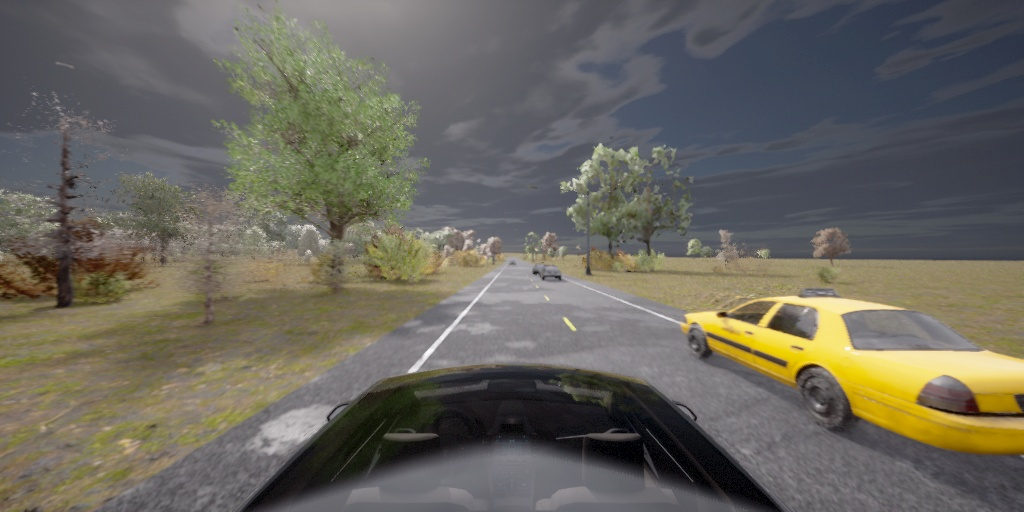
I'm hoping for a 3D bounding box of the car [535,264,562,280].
[{"bbox_3d":[3.626,1.563,34.405,2.033,1.411,5.357,0,0,0],"label":"car"}]

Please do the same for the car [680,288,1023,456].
[{"bbox_3d":[4.549,1.261,5.619,1.801,1.575,5.366,0,0,0],"label":"car"}]

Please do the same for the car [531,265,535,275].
[{"bbox_3d":[3.587,1.659,45.878,1.994,1.385,4.181,0,0,0],"label":"car"}]
